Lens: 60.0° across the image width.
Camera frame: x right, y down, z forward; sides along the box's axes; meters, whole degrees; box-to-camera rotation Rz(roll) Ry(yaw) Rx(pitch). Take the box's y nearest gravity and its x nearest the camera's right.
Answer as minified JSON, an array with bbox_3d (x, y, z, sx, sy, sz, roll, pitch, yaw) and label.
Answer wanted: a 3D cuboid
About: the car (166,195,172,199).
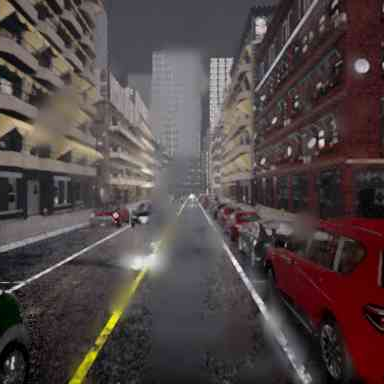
[{"bbox_3d":[-5.324,1.404,60.704,1.967,1.590,4.097,-1,0,0],"label":"car"}]

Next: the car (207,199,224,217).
[{"bbox_3d":[2.557,1.551,27.431,1.947,1.339,4.313,-1,0,0],"label":"car"}]

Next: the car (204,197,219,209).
[{"bbox_3d":[2.557,1.533,32.980,2.008,1.369,4.403,-1,0,0],"label":"car"}]

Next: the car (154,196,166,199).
[{"bbox_3d":[-5.323,1.497,49.437,1.752,1.417,4.829,-1,0,0],"label":"car"}]

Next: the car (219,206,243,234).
[{"bbox_3d":[2.557,1.574,16.333,1.802,1.307,4.206,-1,0,0],"label":"car"}]

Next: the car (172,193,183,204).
[{"bbox_3d":[-2.770,1.313,64.214,2.097,1.767,4.553,0,0,0],"label":"car"}]

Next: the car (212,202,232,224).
[{"bbox_3d":[2.557,1.571,21.882,1.802,1.307,4.206,-1,0,0],"label":"car"}]

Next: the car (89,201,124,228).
[{"bbox_3d":[-5.325,1.429,21.861,1.967,1.590,4.097,-1,0,0],"label":"car"}]

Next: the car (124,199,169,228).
[{"bbox_3d":[-2.848,1.480,22.253,2.128,1.511,4.902,0,0,0],"label":"car"}]

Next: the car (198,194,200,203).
[{"bbox_3d":[2.229,1.482,70.517,1.812,1.442,4.674,0,0,0],"label":"car"}]

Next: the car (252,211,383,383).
[{"bbox_3d":[2.554,1.313,5.235,2.192,1.841,5.009,-1,0,0],"label":"car"}]

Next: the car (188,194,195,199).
[{"bbox_3d":[0.002,1.320,88.721,1.812,1.442,4.674,0,0,0],"label":"car"}]

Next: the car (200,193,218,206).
[{"bbox_3d":[2.555,1.290,44.078,2.192,1.841,5.009,-1,0,0],"label":"car"}]

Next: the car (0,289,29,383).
[{"bbox_3d":[-2.828,1.351,1.713,2.097,1.767,4.553,0,0,0],"label":"car"}]

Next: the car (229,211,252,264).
[{"bbox_3d":[2.557,1.546,10.784,2.008,1.369,4.403,-1,0,0],"label":"car"}]
